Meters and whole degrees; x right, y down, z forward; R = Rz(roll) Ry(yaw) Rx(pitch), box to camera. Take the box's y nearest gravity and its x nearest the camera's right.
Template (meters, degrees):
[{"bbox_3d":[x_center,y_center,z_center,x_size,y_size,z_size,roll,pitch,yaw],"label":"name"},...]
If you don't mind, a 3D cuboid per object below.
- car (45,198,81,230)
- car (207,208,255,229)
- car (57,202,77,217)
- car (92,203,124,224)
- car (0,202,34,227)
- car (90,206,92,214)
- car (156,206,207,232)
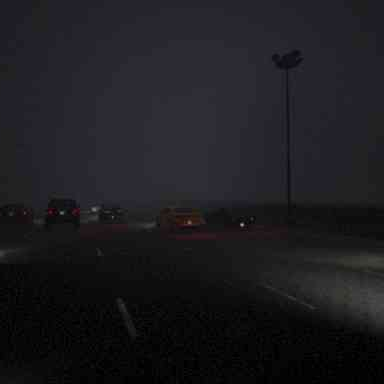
[{"bbox_3d":[-9.208,1.473,23.794,2.150,2.045,5.566,0,0,-20],"label":"car"},{"bbox_3d":[2.341,1.734,22.629,1.895,1.301,4.718,0,0,-19],"label":"car"},{"bbox_3d":[-14.408,1.950,38.536,2.033,1.411,5.357,0,0,-19],"label":"car"},{"bbox_3d":[-6.839,1.745,27.609,2.128,1.511,4.902,0,-1,-19],"label":"car"},{"bbox_3d":[-13.687,1.660,25.976,2.097,1.767,4.553,0,0,-19],"label":"car"},{"bbox_3d":[-11.180,1.982,39.909,1.895,1.301,4.718,0,0,-19],"label":"car"},{"bbox_3d":[-0.979,1.634,21.520,1.882,1.535,5.008,0,0,-19],"label":"car"}]
